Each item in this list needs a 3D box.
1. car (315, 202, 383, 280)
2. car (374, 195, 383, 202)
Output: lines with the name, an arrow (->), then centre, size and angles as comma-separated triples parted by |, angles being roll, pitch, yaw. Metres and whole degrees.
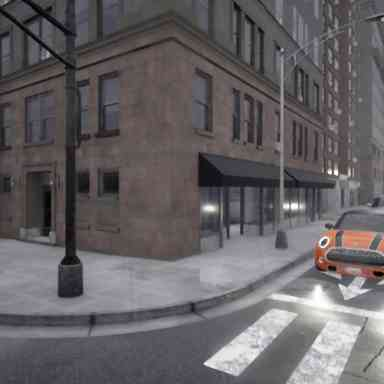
car -> 5.236, 1.339, 9.976 | 2.097, 1.767, 4.553 | 0, 0, 34
car -> 11.267, 1.192, 18.662 | 2.150, 2.045, 5.566 | 0, 0, 35
